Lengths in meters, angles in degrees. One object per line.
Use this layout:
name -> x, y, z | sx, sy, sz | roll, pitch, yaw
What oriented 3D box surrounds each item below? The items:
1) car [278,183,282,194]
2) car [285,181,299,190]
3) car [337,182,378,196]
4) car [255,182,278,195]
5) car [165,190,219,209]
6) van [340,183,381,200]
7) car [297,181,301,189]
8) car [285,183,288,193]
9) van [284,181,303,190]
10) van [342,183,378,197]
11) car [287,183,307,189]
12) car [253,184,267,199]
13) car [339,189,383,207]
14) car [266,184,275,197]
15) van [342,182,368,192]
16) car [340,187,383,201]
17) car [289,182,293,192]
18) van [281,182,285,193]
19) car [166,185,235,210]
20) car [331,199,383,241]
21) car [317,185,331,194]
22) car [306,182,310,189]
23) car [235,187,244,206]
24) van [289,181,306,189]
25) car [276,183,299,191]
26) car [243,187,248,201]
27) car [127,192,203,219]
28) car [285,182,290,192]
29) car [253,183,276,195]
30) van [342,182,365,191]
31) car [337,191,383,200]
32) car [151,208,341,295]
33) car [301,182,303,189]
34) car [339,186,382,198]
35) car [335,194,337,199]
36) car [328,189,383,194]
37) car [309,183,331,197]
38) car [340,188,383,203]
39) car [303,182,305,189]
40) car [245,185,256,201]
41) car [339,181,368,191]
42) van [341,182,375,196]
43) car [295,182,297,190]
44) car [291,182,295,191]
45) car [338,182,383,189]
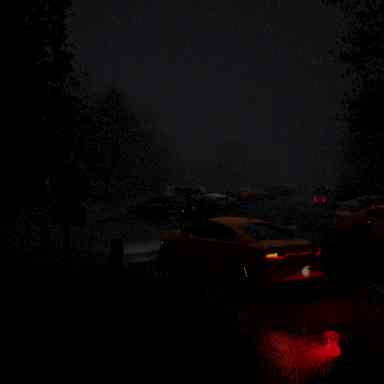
car -> 10.551, -0.194, 49.910 | 4.792, 1.488, 2.163 | 1, 2, 24
car -> 18.511, -0.865, 67.626 | 4.892, 1.521, 2.231 | 1, 2, 24
car -> 25.812, -0.542, 52.057 | 5.566, 2.045, 2.435 | 1, 2, 24
car -> 9.413, -0.255, 47.377 | 4.553, 1.767, 2.185 | 1, 2, 24
car -> -0.883, 0.874, 24.647 | 5.008, 1.535, 2.097 | 1, 3, 24
van -> 21.176, -0.148, 41.984 | 4.442, 1.987, 1.878 | 1, 2, 24
car -> 19.489, -0.963, 70.228 | 5.366, 1.575, 1.946 | 1, 2, 24
car -> 12.782, -0.378, 54.992 | 4.792, 1.488, 2.163 | 1, 2, 24
van -> 25.261, -1.643, 82.837 | 4.442, 1.987, 1.878 | 1, 2, 24
van -> 23.666, -0.331, 46.953 | 4.442, 1.987, 1.878 | 1, 2, 24
car -> 27.666, -1.539, 87.821 | 4.792, 1.488, 2.163 | 1, 2, 24
car -> 5.843, 0.171, 40.003 | 5.366, 1.575, 1.946 | 1, 3, 24
car -> 16.702, 0.532, 31.892 | 4.792, 1.488, 2.163 | 1, 3, 24
car -> 7.272, 0.072, 42.266 | 5.366, 1.575, 1.946 | 1, 3, 24
van -> 31.692, -0.975, 64.731 | 4.442, 1.987, 1.878 | 1, 2, 24
car -> 20.169, 0.206, 39.431 | 4.792, 1.488, 2.163 | 1, 2, 24
car -> 15.065, -0.562, 60.050 | 4.792, 1.488, 2.163 | 1, 2, 24
van -> 11.773, -0.540, 52.394 | 4.442, 1.987, 1.878 | 1, 2, 24
car -> 0.279, 0.507, 27.154 | 5.566, 2.045, 2.435 | 1, 3, 24
car -> 8.800, 1.306, 14.338 | 5.008, 1.535, 2.097 | 1, 3, 24
car -> 22.549, -0.468, 56.774 | 1.882, 1.535, 5.008 | 1, 2, 24
car -> 26.535, -1.758, 85.305 | 5.566, 2.045, 2.435 | 1, 2, 24
car -> 1.565, 0.642, 29.629 | 5.366, 1.575, 1.946 | 1, 3, 24
van -> 28.679, -1.844, 90.411 | 4.442, 1.987, 1.878 | 1, 1, 24
car -> 20.772, -1.175, 72.690 | 4.553, 1.767, 2.185 | 1, 2, 24
car -> 2.543, 0.528, 32.231 | 4.892, 1.521, 2.231 | 1, 3, 24
car -> -2.056, 1.019, 22.135 | 4.792, 1.488, 2.163 | 1, 3, 24
car -> 13.923, -0.470, 57.521 | 4.792, 1.488, 2.163 | 1, 2, 24
car -> 8.236, -0.031, 44.866 | 4.892, 1.521, 2.231 | 1, 3, 24
van -> 36.249, -1.341, 74.825 | 4.442, 1.987, 1.878 | 1, 2, 24
car -> 9.972, 1.066, 16.841 | 4.553, 1.767, 2.185 | 1, 3, 24
car -> 0.915, 1.373, 8.545 | 1.882, 1.535, 5.008 | 2, -1, -31
car -> 21.913, -1.267, 75.218 | 4.553, 1.767, 2.185 | 1, 2, 24
car -> 22.425, -0.016, 44.484 | 5.008, 1.535, 2.097 | 1, 2, 24
car -> 11.005, 1.109, 19.281 | 4.792, 1.488, 2.163 | 1, 3, 24
car -> 13.141, 0.843, 24.389 | 5.366, 1.575, 1.946 | 1, 3, 24
car -> 18.314, -0.114, 47.394 | 2.128, 1.511, 4.902 | 1, 2, 24
car -> 19.084, 0.305, 37.027 | 4.792, 1.488, 2.163 | 1, 3, 24
car -> 23.079, -1.232, 77.742 | 5.008, 1.535, 2.097 | 1, 2, 24
car -> 3.510, 0.405, 34.837 | 5.366, 1.575, 1.946 | 1, 3, 24
car -> 34.977, -1.277, 72.360 | 5.566, 2.045, 2.435 | 1, 2, 24
van -> 24.592, -0.426, 49.572 | 4.442, 1.987, 1.878 | 1, 2, 24
car -> 17.381, -0.773, 65.092 | 4.892, 1.521, 2.231 | 1, 2, 24
car -> 16.064, -0.688, 62.642 | 5.366, 1.575, 1.946 | 1, 2, 24
car -> 15.614, 0.367, 29.334 | 5.566, 2.045, 2.435 | 1, 3, 24
